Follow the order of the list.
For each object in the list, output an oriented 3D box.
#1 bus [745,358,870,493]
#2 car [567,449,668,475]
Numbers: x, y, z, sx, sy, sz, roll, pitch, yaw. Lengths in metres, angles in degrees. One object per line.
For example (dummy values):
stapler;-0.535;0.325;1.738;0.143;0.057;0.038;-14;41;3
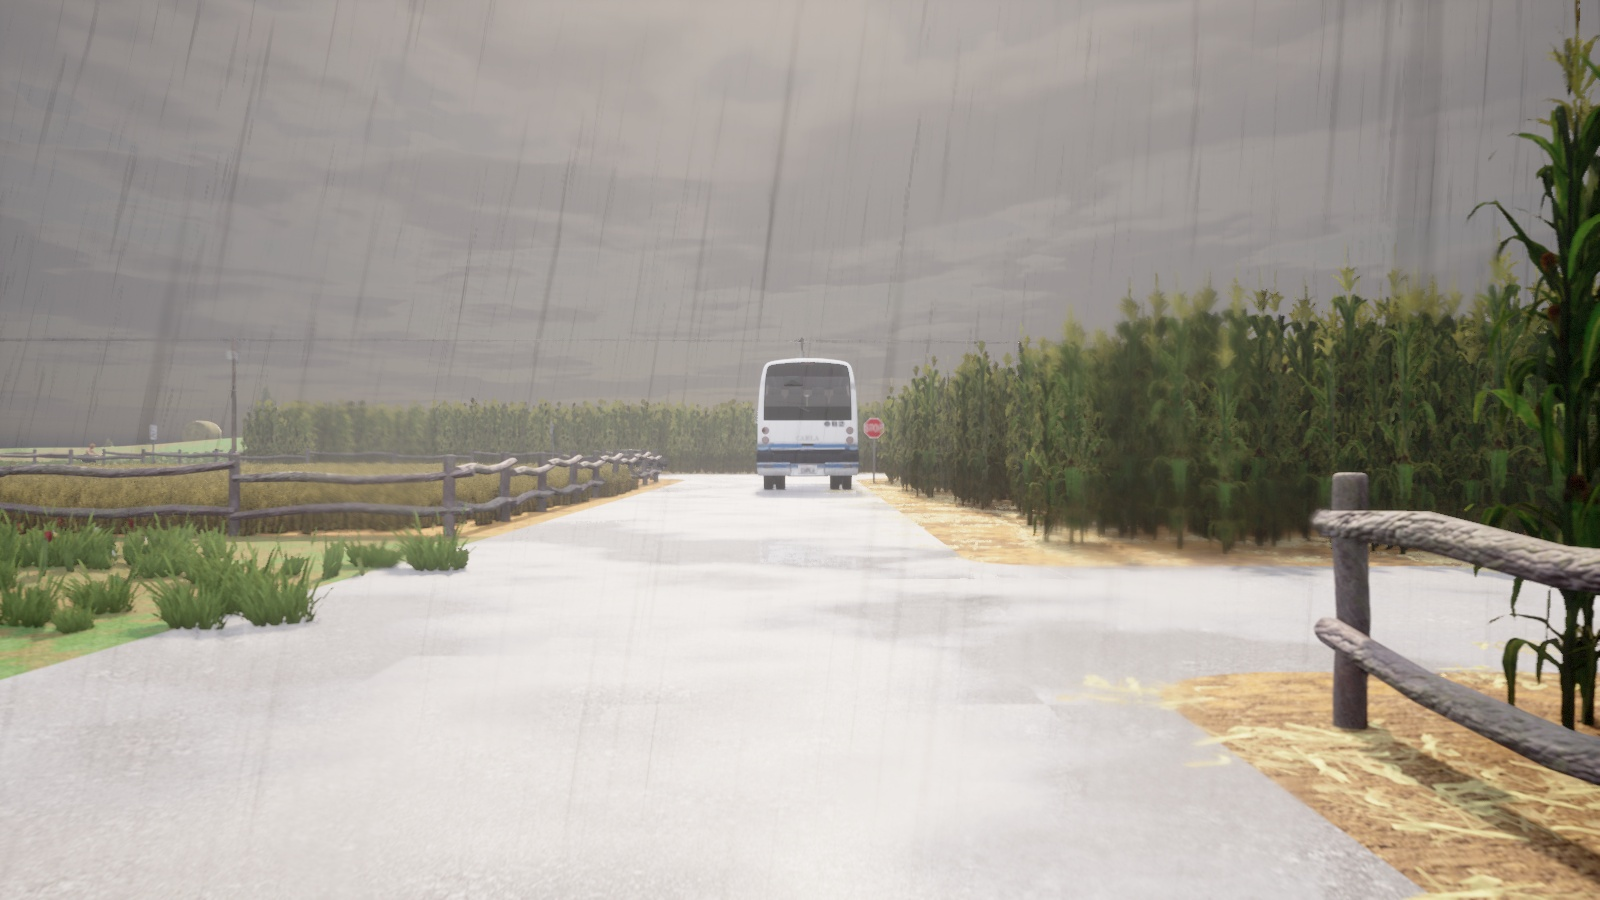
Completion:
bus;0.273;-0.803;44.842;3.944;4.253;10.273;0;0;0
car;-9.149;0.595;63.119;4.718;1.301;1.895;0;0;4
